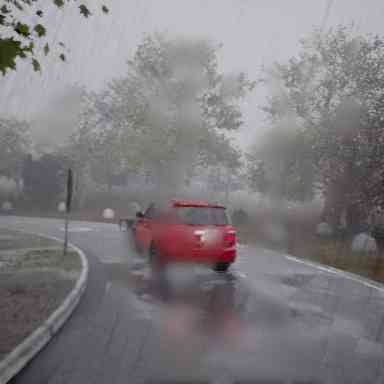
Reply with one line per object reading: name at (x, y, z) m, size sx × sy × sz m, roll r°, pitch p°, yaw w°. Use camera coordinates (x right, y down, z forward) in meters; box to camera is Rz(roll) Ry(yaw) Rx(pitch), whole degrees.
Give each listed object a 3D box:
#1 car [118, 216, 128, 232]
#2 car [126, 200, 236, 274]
car at (-2.396, 1.800, 19.526) m, size 1.895 × 1.301 × 4.718 m, roll 4°, pitch -2°, yaw -43°
car at (-0.529, 1.292, 10.980) m, size 2.150 × 2.045 × 5.566 m, roll 4°, pitch -1°, yaw -19°
